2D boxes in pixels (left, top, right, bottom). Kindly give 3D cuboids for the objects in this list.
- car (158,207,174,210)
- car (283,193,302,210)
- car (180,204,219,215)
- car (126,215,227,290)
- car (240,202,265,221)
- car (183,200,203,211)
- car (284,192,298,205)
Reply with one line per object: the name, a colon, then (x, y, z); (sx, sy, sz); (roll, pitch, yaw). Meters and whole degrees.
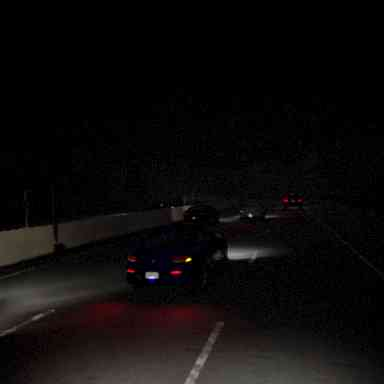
car: (-3.017, 1.817, 51.046); (2.150, 2.045, 5.566); (-2, -1, 16)
car: (12.652, 1.193, 41.848); (2.150, 2.045, 5.566); (-2, -1, 16)
car: (0.809, 1.705, 25.786); (1.882, 1.535, 5.008); (-2, -1, 16)
car: (-0.232, 1.627, 9.374); (1.812, 1.442, 4.674); (-2, -1, 16)
car: (5.255, 1.626, 28.617); (1.812, 1.442, 4.674); (-2, 0, 16)
car: (0.240, 2.010, 49.684); (1.812, 1.442, 4.674); (-2, -1, 16)
car: (17.636, 1.185, 59.414); (2.150, 2.045, 5.566); (-2, -2, 15)
